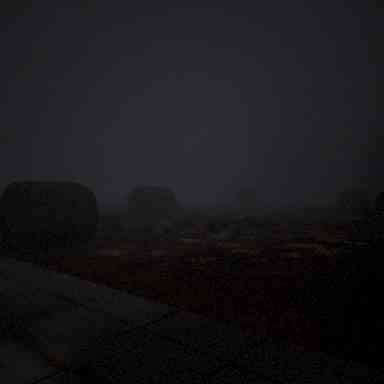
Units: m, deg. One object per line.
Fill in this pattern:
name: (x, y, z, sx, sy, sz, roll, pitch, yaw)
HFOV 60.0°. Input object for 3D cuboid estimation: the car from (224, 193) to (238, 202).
car: (9.128, 1.150, 73.545, 3.866, 1.878, 1.905, -2, 6, -6)
